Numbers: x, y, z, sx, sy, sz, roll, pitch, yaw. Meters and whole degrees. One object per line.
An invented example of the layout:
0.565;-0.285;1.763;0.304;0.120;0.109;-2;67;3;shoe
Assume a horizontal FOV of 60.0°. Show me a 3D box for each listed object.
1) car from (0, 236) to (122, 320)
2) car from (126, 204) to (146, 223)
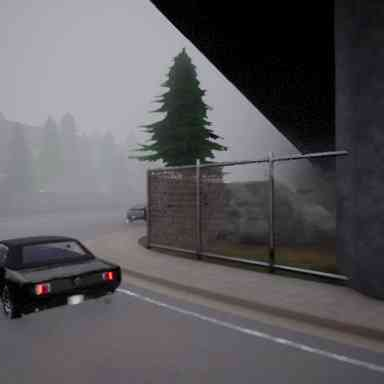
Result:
-3.619;1.683;7.635;1.895;1.301;4.718;0;-1;-43;car
-3.507;1.719;27.557;2.128;1.511;4.902;-1;0;22;car
